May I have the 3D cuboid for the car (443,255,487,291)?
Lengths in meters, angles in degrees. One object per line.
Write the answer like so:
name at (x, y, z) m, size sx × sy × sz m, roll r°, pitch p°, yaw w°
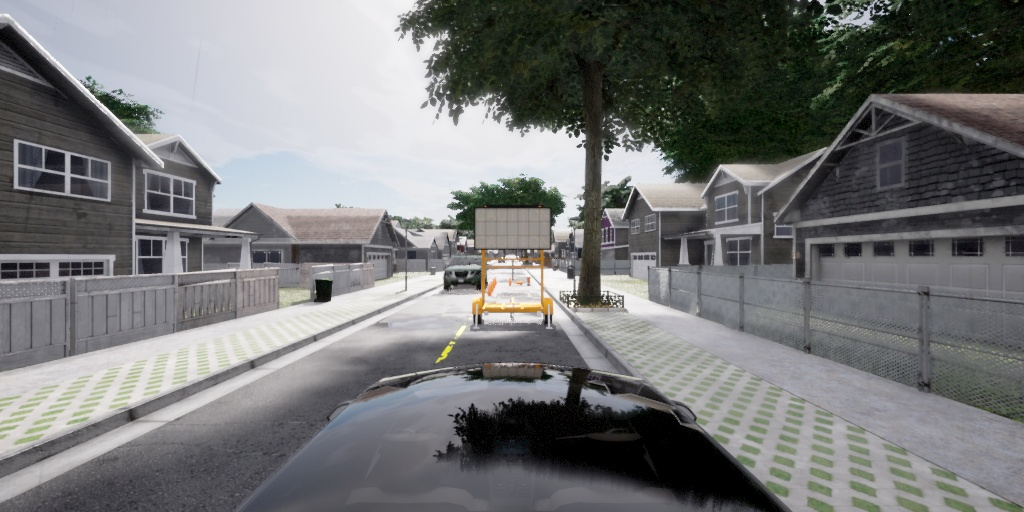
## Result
car at (-2.713, 0.964, 21.890) m, size 2.150 × 2.045 × 5.566 m, roll 0°, pitch 0°, yaw 0°

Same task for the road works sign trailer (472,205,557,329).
road works sign trailer at (0.023, 0.213, 11.233) m, size 2.380 × 3.560 × 2.880 m, roll 0°, pitch 0°, yaw 0°
